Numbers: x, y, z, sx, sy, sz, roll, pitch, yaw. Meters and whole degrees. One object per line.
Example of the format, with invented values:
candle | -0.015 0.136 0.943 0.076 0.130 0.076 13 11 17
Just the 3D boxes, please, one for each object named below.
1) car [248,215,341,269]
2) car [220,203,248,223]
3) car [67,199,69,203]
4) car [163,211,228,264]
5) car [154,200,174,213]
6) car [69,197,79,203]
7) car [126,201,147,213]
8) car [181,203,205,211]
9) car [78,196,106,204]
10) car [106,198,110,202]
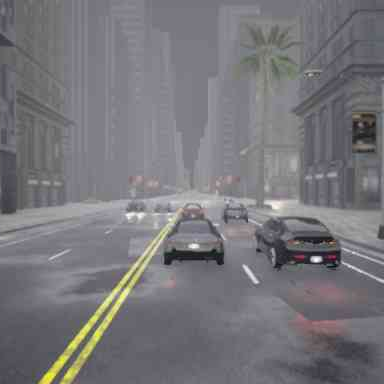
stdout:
car | 3.319 1.552 11.262 1.837 1.490 4.892 0 0 0
car | 3.323 1.604 26.605 2.128 1.511 4.902 0 0 0
car | -34.140 2.320 88.016 4.206 1.307 1.802 -1 1 0
car | 0.073 1.615 12.047 1.994 1.385 4.181 0 0 0
car | -3.340 1.685 39.491 1.812 1.442 4.674 0 0 0
car | -29.057 1.984 87.995 5.009 1.841 2.192 -1 1 0
car | -6.588 1.725 39.723 1.994 1.385 4.181 0 0 0
car | 0.079 1.641 27.654 1.812 1.442 4.674 0 0 0
car | -23.828 2.131 79.452 4.829 1.417 1.752 -1 1 0
car | -23.967 2.144 87.980 4.507 1.381 1.887 -1 1 0
